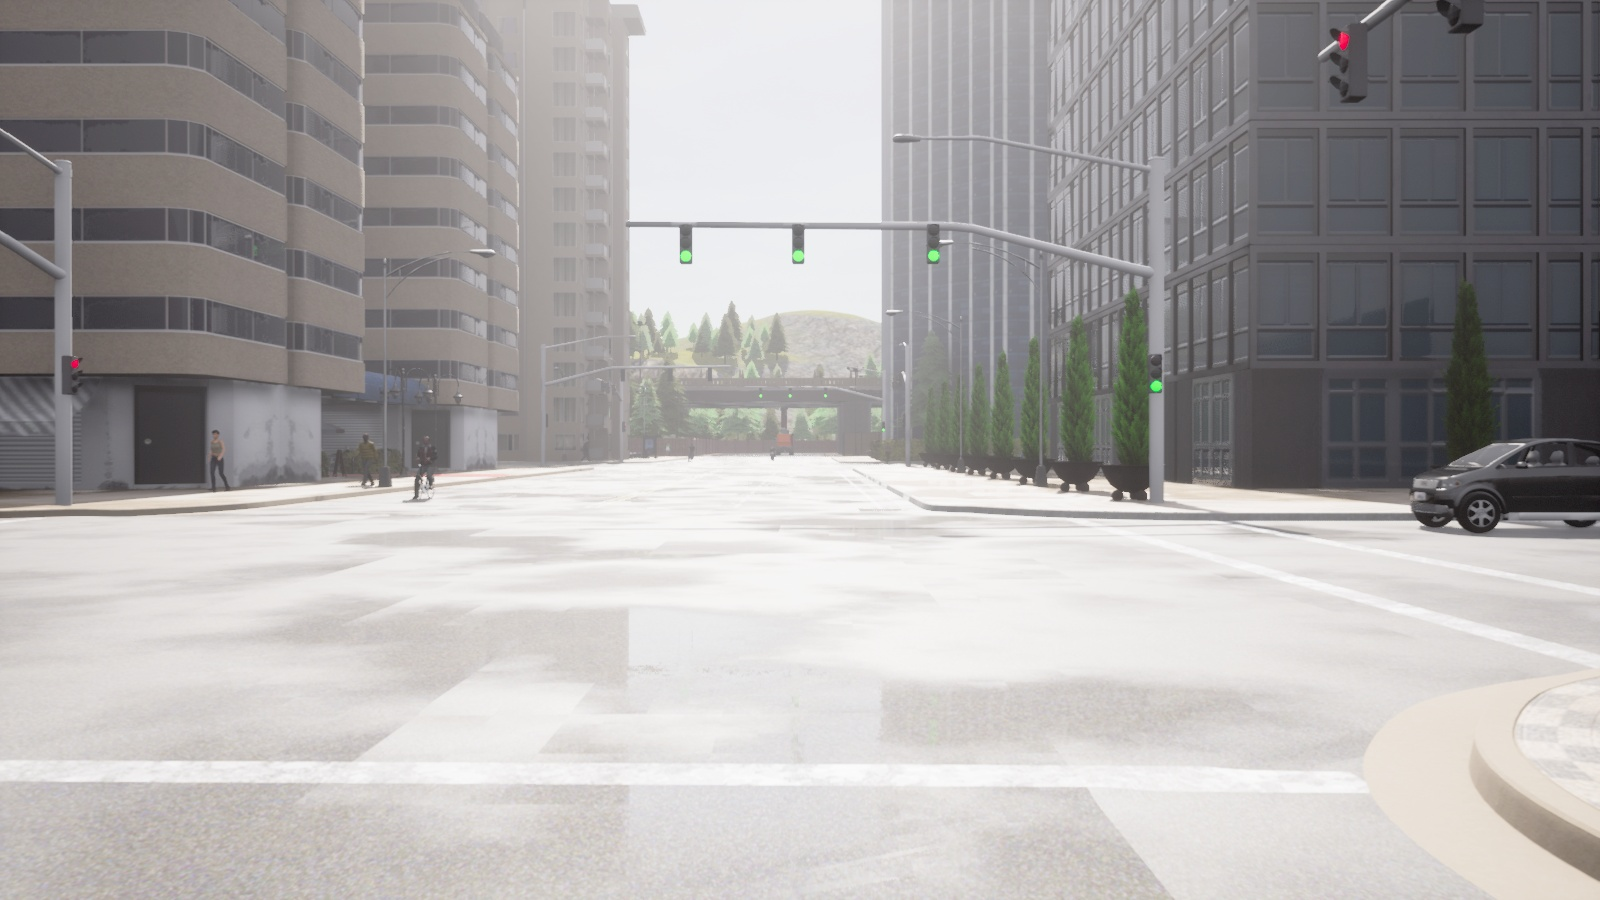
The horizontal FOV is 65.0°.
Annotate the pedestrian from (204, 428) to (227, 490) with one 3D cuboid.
[{"bbox_3d":[-17.273,0.261,37.126,0.345,1.836,0.594,0,0,10],"label":"pedestrian"}]

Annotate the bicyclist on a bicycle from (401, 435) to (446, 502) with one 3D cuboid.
[{"bbox_3d":[-10.291,0.489,34.346,0.659,1.776,1.843,0,0,0],"label":"bicyclist on a bicycle"}]

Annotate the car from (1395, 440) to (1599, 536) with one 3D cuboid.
[{"bbox_3d":[12.269,0.607,21.074,3.705,1.549,1.789,0,0,1],"label":"car"}]

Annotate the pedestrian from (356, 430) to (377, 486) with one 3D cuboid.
[{"bbox_3d":[-14.335,0.249,41.525,0.370,1.835,0.726,0,0,8],"label":"pedestrian"}]
